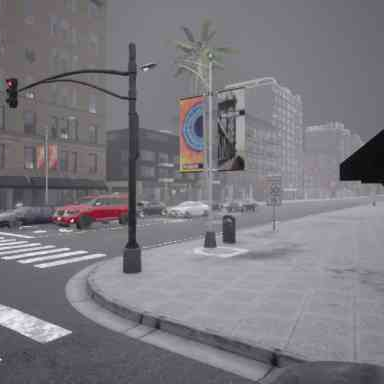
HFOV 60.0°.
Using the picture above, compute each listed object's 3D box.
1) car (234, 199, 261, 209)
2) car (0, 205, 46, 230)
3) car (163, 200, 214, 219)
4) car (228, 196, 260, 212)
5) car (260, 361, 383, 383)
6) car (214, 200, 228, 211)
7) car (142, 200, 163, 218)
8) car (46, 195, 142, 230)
[{"bbox_3d":[7.899,1.674,47.401,1.895,1.301,4.718,0,0,36],"label":"car"},{"bbox_3d":[-10.306,1.559,21.653,2.033,1.411,5.357,0,0,35],"label":"car"},{"bbox_3d":[-0.239,1.562,30.291,1.812,1.442,4.674,0,0,35],"label":"car"},{"bbox_3d":[5.871,1.411,38.939,2.097,1.767,4.553,0,0,35],"label":"car"},{"bbox_3d":[2.169,1.551,1.301,4.403,1.369,2.008,0,0,35],"label":"car"},{"bbox_3d":[1.739,1.597,38.731,2.033,1.411,5.357,0,0,35],"label":"car"},{"bbox_3d":[-4.189,1.535,30.335,1.837,1.490,4.892,0,0,35],"label":"car"},{"bbox_3d":[-6.211,1.244,21.814,2.150,2.045,5.566,0,0,35],"label":"car"}]
